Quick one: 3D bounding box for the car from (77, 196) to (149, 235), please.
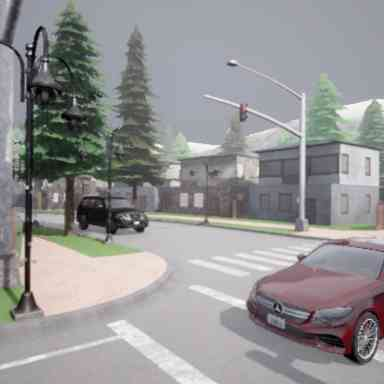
[{"bbox_3d":[-4.863,1.298,19.844,2.150,2.045,5.566,1,-1,-44],"label":"car"}]

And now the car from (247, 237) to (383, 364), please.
[{"bbox_3d":[3.090,1.600,6.066,4.674,1.442,1.812,1,0,-35],"label":"car"}]
